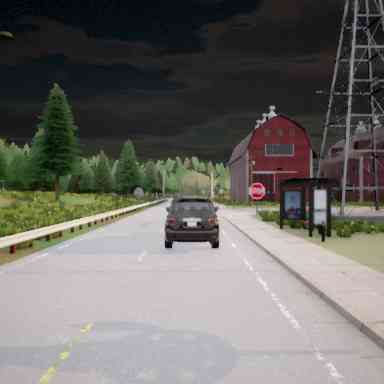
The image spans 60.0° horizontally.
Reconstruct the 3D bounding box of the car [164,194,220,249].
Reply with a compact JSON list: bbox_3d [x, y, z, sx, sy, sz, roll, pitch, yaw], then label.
[{"bbox_3d":[0.000,1.255,14.680,2.150,2.045,5.566,0,0,0],"label":"car"}]
